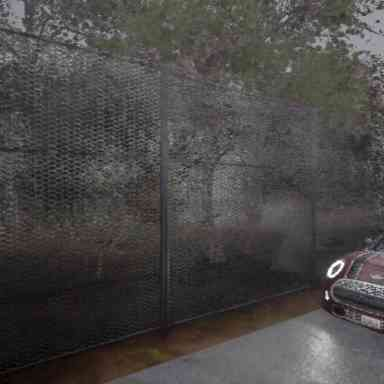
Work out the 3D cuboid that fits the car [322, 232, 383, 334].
[{"bbox_3d":[4.509,1.361,6.288,4.553,1.767,2.097,0,0,-35],"label":"car"}]
